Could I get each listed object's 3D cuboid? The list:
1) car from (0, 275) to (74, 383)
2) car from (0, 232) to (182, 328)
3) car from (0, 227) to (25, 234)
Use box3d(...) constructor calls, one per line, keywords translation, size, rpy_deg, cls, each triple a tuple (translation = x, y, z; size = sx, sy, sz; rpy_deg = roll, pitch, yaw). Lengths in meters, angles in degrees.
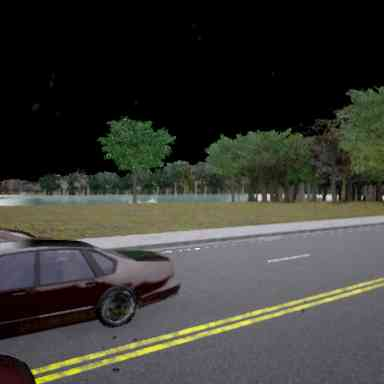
box3d(translation=(-2.797, 1.565, 1.428), size=(4.181, 1.385, 1.994), rpy_deg=(0, 0, -32), cls="car")
box3d(translation=(-2.809, 1.544, 5.507), size=(5.357, 1.411, 2.033), rpy_deg=(0, 0, -32), cls="car")
box3d(translation=(-5.561, 1.523, 7.592), size=(4.674, 1.442, 1.812), rpy_deg=(0, 0, -33), cls="car")
